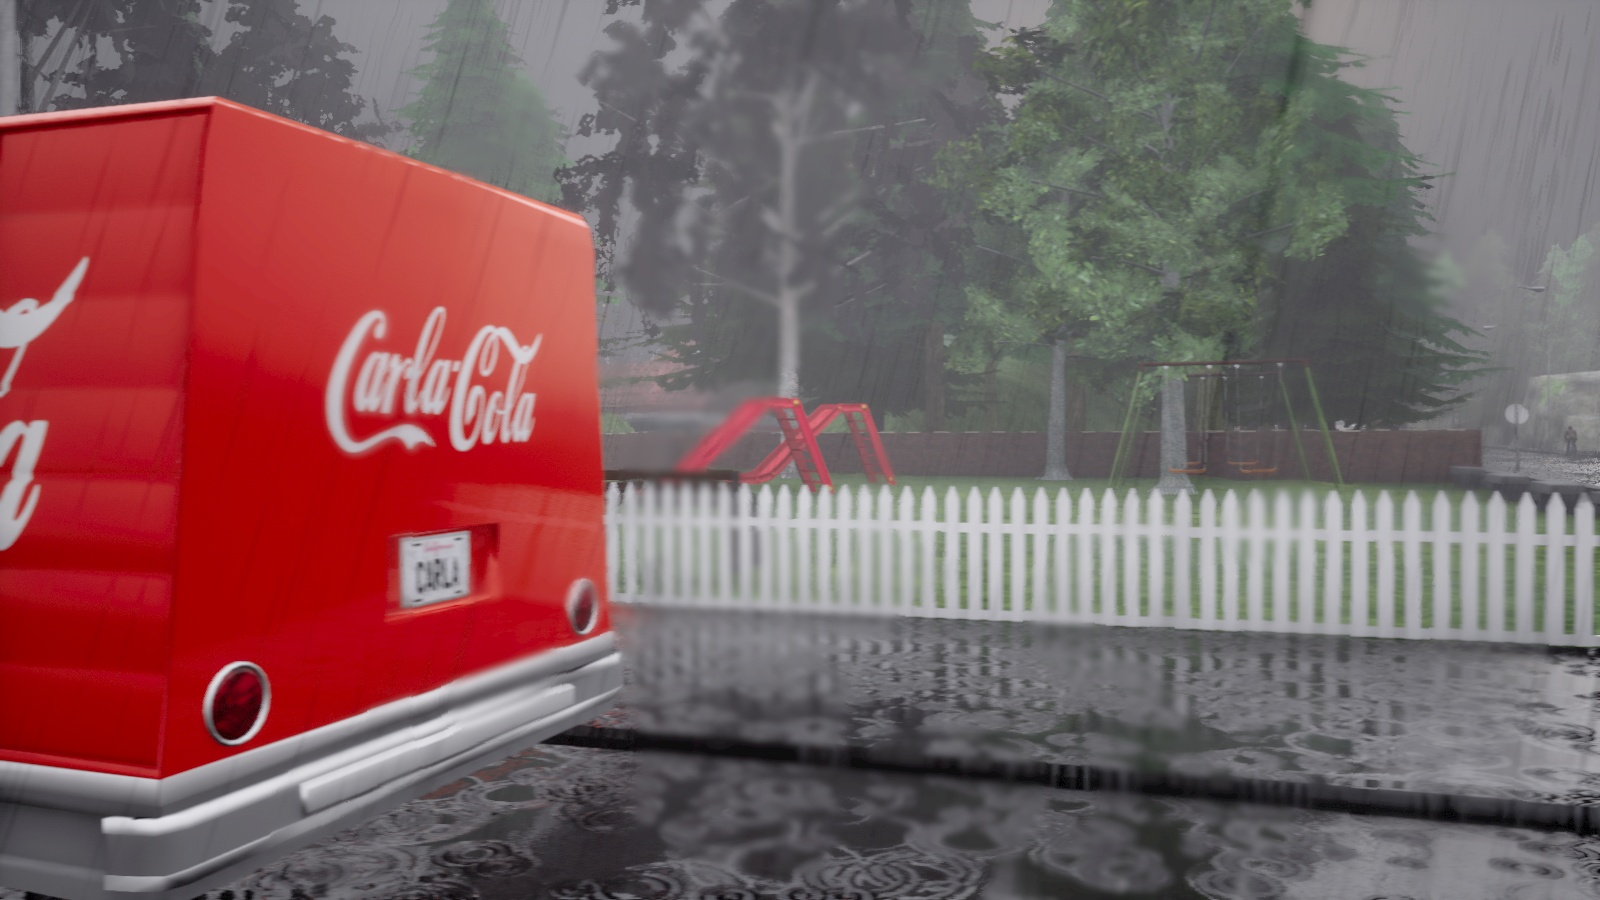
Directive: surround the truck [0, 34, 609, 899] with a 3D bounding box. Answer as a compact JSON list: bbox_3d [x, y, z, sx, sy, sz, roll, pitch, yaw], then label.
[{"bbox_3d":[-3.703,0.247,4.966,5.204,2.467,2.627,1,1,19],"label":"truck"}]
